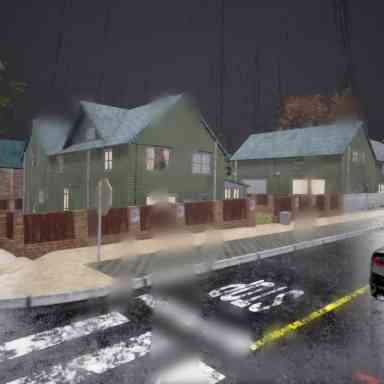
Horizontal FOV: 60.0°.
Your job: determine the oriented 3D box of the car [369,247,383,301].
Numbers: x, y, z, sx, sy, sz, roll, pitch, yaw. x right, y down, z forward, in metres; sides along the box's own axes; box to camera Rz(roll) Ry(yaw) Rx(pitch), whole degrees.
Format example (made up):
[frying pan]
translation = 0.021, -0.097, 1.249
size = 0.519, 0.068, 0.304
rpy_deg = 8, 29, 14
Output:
[car]
translation = 5.410, 1.365, 6.829
size = 5.008, 1.535, 1.882
rpy_deg = -1, 2, -42
